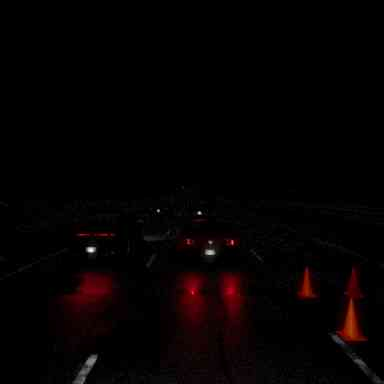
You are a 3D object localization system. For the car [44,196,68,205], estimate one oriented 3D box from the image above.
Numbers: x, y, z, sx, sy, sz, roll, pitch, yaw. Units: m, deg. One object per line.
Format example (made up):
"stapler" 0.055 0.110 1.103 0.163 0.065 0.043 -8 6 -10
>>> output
"car" -20.439 1.622 50.837 2.150 2.045 5.566 0 -1 1

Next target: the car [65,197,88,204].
"car" -16.946 1.872 50.303 1.882 1.535 5.008 0 -1 1

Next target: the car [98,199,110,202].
"car" -13.445 1.883 50.731 1.882 1.535 5.008 0 -1 1

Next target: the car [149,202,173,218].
"car" -2.860 1.612 30.415 1.994 1.385 4.181 0 -1 0

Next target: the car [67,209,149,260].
"car" -2.936 1.421 12.121 1.837 1.490 4.892 0 0 0

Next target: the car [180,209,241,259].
"car" 0.564 1.521 12.219 1.895 1.301 4.718 0 0 0

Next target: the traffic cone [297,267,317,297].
"traffic cone" 2.455 1.905 7.111 0.340 0.580 0.340 0 0 0

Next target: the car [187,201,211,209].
"car" 0.638 1.549 30.023 1.837 1.490 4.892 0 -1 0

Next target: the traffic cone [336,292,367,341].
"traffic cone" 2.447 1.919 5.112 0.340 0.580 0.340 0 0 0

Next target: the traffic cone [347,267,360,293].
"traffic cone" 3.455 1.906 7.107 0.340 0.580 0.340 0 0 0
